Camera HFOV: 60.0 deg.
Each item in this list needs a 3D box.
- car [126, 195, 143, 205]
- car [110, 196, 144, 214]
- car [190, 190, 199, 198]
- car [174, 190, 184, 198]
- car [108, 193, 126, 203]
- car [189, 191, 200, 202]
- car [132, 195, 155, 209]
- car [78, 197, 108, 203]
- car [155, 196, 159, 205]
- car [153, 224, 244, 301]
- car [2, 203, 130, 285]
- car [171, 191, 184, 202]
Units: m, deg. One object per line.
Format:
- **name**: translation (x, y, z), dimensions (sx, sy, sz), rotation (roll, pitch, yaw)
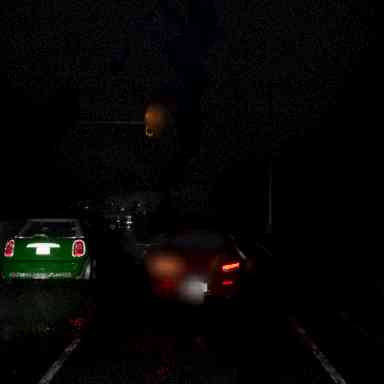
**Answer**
- **car**: translation (-10.161, 1.348, 58.816), dimensions (2.128, 1.511, 4.902), rotation (0, 2, 0)
- **car**: translation (-6.861, 1.492, 35.565), dimensions (2.128, 1.511, 4.902), rotation (0, 0, 1)
- **car**: translation (0.575, 0.473, 76.766), dimensions (1.837, 1.490, 4.892), rotation (0, 3, 0)
- **car**: translation (-2.927, 0.510, 76.557), dimensions (2.128, 1.511, 4.902), rotation (0, 3, 0)
- **car**: translation (-10.279, 1.220, 45.706), dimensions (2.150, 2.045, 5.566), rotation (0, 0, 1)
- **car**: translation (0.574, 0.950, 64.639), dimensions (2.097, 1.767, 4.553), rotation (0, 3, 0)
- **car**: translation (-6.776, 1.492, 45.775), dimensions (2.128, 1.511, 4.902), rotation (0, 0, 1)
- **car**: translation (-10.548, 1.477, 33.647), dimensions (1.882, 1.535, 5.008), rotation (0, 0, 5)
- **car**: translation (-6.682, 1.429, 56.387), dimensions (1.837, 1.490, 4.892), rotation (0, 1, 1)
- **car**: translation (0.132, 1.526, 8.192), dimensions (1.812, 1.442, 4.674), rotation (0, 0, 0)
- **car**: translation (-3.360, 1.352, 9.659), dimensions (2.097, 1.767, 4.553), rotation (0, 0, 0)
- **car**: translation (-2.928, 1.084, 64.513), dimensions (1.882, 1.535, 5.008), rotation (0, 3, 0)
